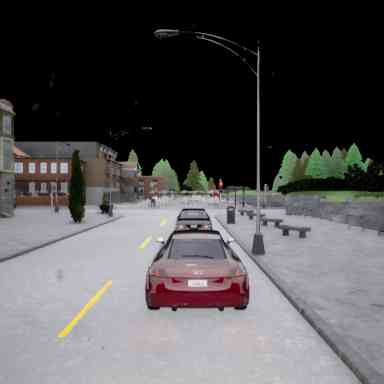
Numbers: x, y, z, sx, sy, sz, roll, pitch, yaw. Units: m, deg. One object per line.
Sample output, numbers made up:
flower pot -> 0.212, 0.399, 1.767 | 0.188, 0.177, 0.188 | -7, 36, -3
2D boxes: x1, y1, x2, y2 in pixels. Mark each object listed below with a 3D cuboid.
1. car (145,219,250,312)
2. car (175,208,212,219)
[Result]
car -> 0.091, 1.564, 7.819 | 1.994, 1.385, 4.181 | 0, 0, 0
car -> 0.074, 1.547, 17.055 | 2.033, 1.411, 5.357 | 0, 0, 0
